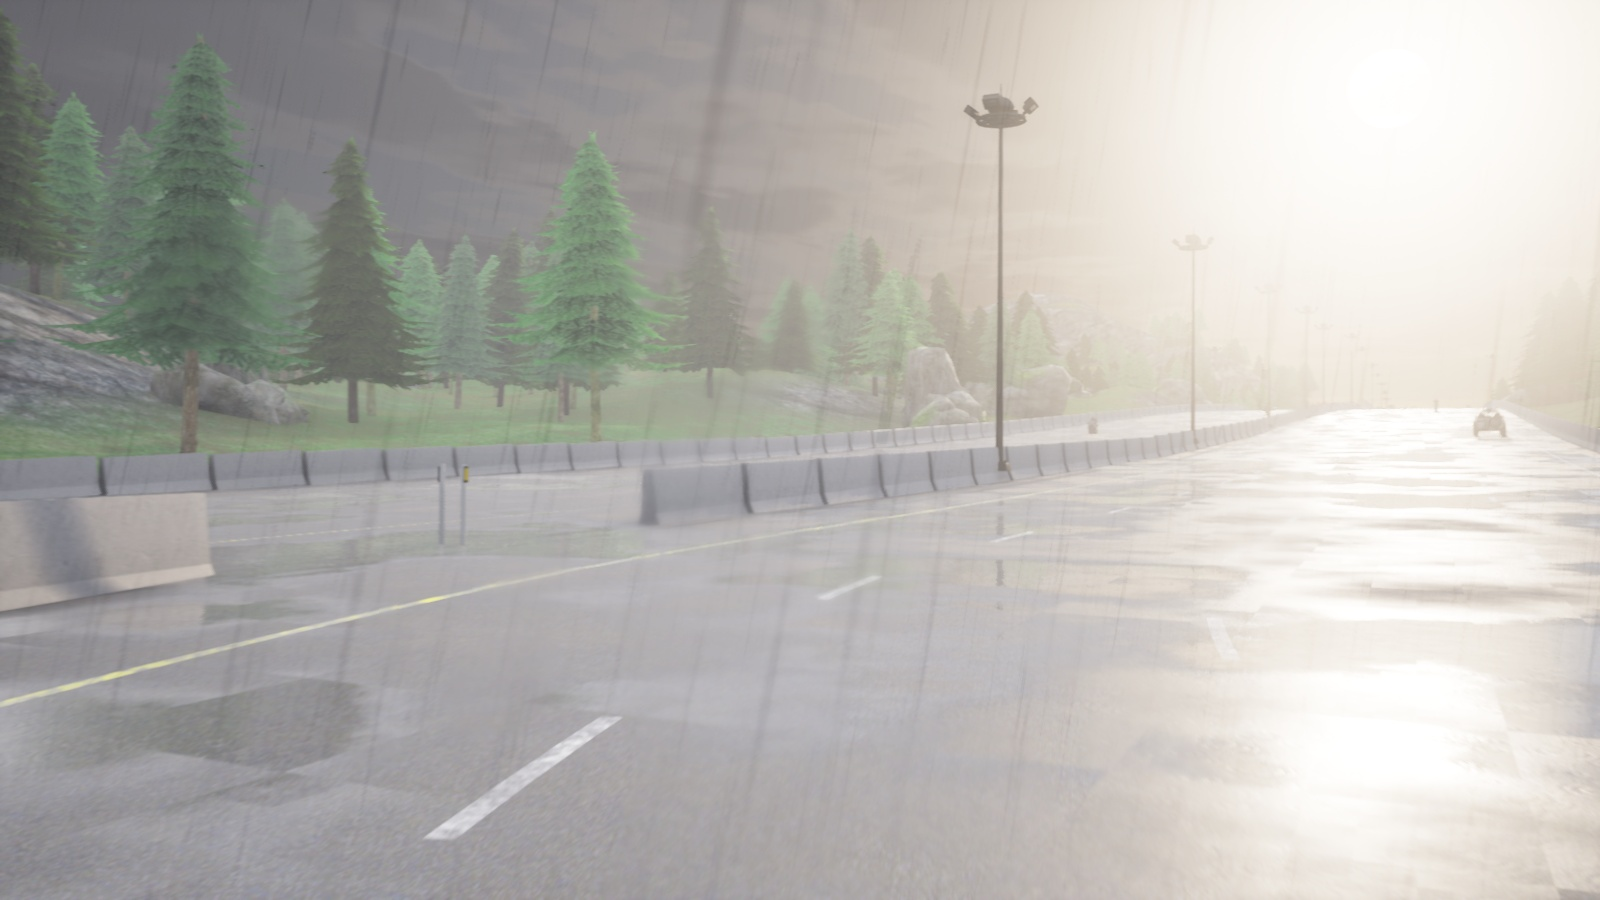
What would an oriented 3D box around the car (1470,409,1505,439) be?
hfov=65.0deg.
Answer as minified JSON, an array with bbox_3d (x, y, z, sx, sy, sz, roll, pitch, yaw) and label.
[{"bbox_3d":[46.703,-1.781,85.400,1.932,1.855,4.605,0,3,27],"label":"car"}]
